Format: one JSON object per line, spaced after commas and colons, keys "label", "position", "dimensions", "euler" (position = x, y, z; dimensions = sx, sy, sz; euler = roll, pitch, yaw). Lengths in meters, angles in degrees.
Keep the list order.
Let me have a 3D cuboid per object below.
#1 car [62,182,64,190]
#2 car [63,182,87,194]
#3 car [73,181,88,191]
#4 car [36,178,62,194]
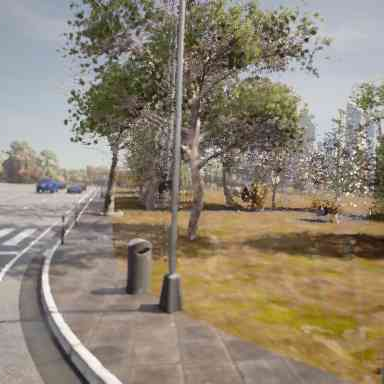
{"label": "car", "position": [-22.334, -1.141, 55.719], "dimensions": [1.994, 1.385, 4.181], "euler": [2, 3, -14]}
{"label": "car", "position": [-16.619, -0.501, 47.420], "dimensions": [1.994, 1.385, 4.181], "euler": [2, 3, -14]}
{"label": "car", "position": [-18.940, -1.014, 56.565], "dimensions": [1.994, 1.385, 4.181], "euler": [2, 3, -14]}
{"label": "car", "position": [-19.723, -0.907, 45.398], "dimensions": [2.150, 2.045, 5.566], "euler": [2, 3, -13]}
